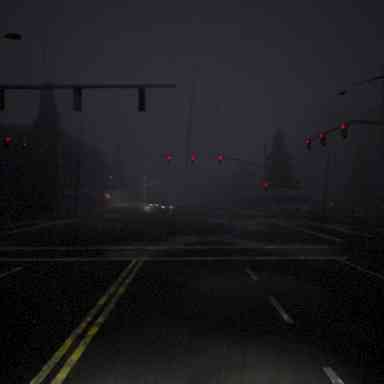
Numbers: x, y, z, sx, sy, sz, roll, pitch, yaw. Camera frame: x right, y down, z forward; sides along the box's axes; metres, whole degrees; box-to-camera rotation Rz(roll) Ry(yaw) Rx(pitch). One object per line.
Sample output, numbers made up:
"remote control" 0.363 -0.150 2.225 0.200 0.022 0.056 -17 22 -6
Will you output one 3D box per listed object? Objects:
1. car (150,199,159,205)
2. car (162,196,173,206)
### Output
"car" -8.906 2.283 79.271 2.033 1.411 5.357 0 -1 -1
"car" -5.202 1.881 70.626 2.150 2.045 5.566 0 -1 -1
